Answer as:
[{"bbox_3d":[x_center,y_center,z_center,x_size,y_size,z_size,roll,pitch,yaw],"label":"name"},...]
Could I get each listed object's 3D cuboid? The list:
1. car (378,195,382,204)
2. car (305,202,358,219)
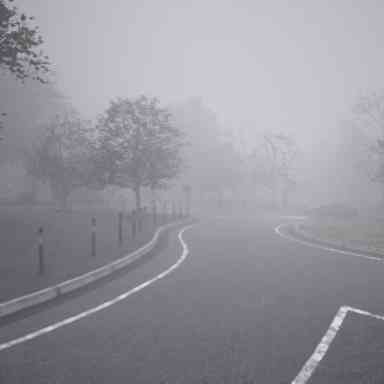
[{"bbox_3d":[40.533,1.596,66.824,2.435,2.045,5.566,2,-1,-43],"label":"car"},{"bbox_3d":[11.952,1.561,28.691,4.181,1.385,1.994,1,0,2],"label":"car"}]
